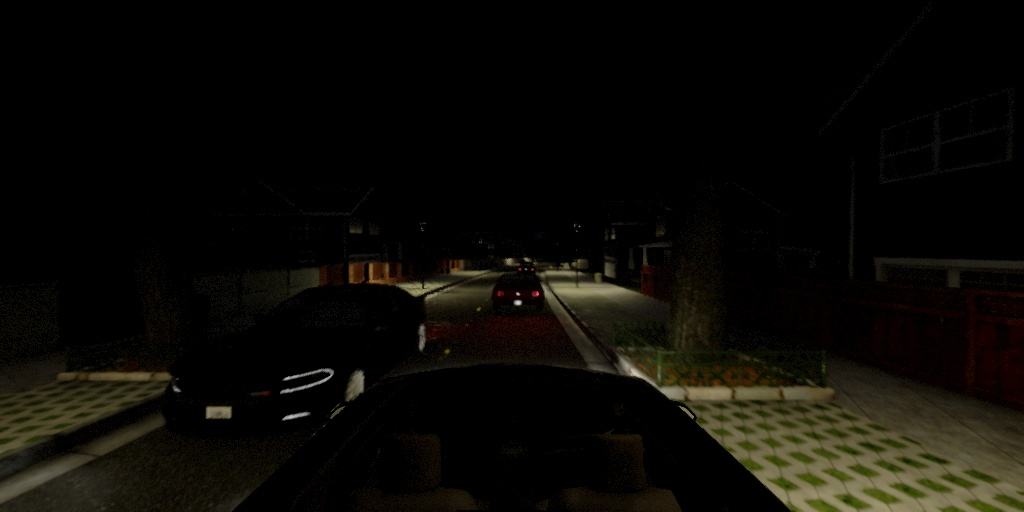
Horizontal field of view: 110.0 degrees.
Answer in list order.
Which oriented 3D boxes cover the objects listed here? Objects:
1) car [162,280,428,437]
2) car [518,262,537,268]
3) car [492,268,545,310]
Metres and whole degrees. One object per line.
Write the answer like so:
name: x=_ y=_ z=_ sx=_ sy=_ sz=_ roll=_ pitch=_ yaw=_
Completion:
car: x=-2.794 y=1.229 z=5.940 sx=1.882 sy=1.535 sz=5.008 roll=0 pitch=0 yaw=1
car: x=1.542 y=1.324 z=36.311 sx=2.033 sy=1.411 sz=5.357 roll=0 pitch=0 yaw=5
car: x=0.282 y=1.350 z=14.732 sx=1.895 sy=1.301 sz=4.718 roll=0 pitch=0 yaw=2
